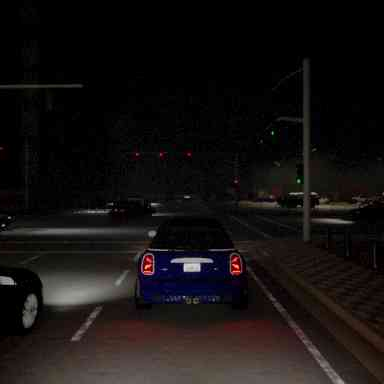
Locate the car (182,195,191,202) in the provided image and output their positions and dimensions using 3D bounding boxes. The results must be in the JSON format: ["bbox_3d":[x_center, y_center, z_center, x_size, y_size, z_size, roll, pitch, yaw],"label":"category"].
[{"bbox_3d":[-1.108,1.595,72.469,1.895,1.301,4.718,0,0,-1],"label":"car"}]

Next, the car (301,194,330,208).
[{"bbox_3d":[20.870,1.451,55.713,3.806,1.475,1.970,0,0,0],"label":"car"}]

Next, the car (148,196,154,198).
[{"bbox_3d":[-8.005,1.601,55.830,1.895,1.301,4.718,0,0,0],"label":"car"}]

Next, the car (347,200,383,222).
[{"bbox_3d":[15.017,1.581,26.717,4.674,1.442,1.812,0,0,-1],"label":"car"}]

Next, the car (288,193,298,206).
[{"bbox_3d":[20.798,1.209,61.291,4.605,1.855,1.932,0,0,0],"label":"car"}]

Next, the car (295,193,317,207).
[{"bbox_3d":[20.860,1.419,58.608,3.905,1.438,1.784,0,0,0],"label":"car"}]

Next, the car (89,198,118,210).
[{"bbox_3d":[-11.364,1.547,42.129,2.033,1.411,5.357,0,0,0],"label":"car"}]

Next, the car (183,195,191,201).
[{"bbox_3d":[-1.219,1.386,82.537,1.812,1.442,4.674,0,0,-1],"label":"car"}]

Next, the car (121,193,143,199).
[{"bbox_3d":[-7.913,1.221,45.803,2.150,2.045,5.566,0,0,-3],"label":"car"}]

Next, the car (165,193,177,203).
[{"bbox_3d":[-4.604,1.215,72.108,2.150,2.045,5.566,0,0,-1],"label":"car"}]

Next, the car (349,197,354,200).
[{"bbox_3d":[35.890,1.419,69.798,3.905,1.438,1.784,0,0,0],"label":"car"}]

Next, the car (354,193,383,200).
[{"bbox_3d":[35.838,1.209,66.902,4.605,1.855,1.932,0,0,0],"label":"car"}]

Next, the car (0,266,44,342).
[{"bbox_3d":[-3.489,1.505,3.839,1.837,1.490,4.892,0,0,0],"label":"car"}]

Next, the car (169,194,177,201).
[{"bbox_3d":[-4.719,1.362,82.499,1.837,1.490,4.892,0,0,-1],"label":"car"}]

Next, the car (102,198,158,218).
[{"bbox_3d":[-5.346,1.571,30.228,2.033,1.411,5.357,0,0,25],"label":"car"}]

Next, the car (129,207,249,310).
[{"bbox_3d":[-0.023,1.352,8.003,2.097,1.767,4.553,0,0,-1],"label":"car"}]

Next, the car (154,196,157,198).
[{"bbox_3d":[-8.067,1.491,67.753,2.128,1.511,4.902,0,0,0],"label":"car"}]

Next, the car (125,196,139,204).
[{"bbox_3d":[-11.561,1.477,64.646,1.882,1.535,5.008,0,0,0],"label":"car"}]

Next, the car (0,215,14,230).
[{"bbox_3d":[-13.101,1.629,19.324,4.718,1.301,1.895,0,0,0],"label":"car"}]
